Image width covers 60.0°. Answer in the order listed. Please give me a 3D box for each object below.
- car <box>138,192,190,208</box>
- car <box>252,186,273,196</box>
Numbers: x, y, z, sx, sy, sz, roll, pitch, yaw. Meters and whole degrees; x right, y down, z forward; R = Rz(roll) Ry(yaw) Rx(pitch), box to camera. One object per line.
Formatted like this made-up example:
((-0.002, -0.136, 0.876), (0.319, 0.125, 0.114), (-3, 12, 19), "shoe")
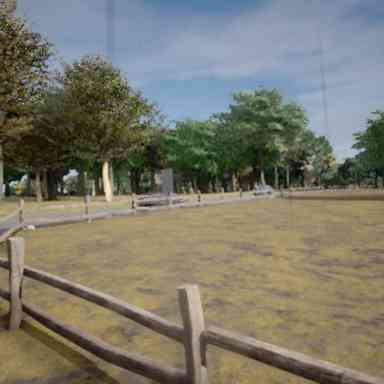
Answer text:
((-2.378, 0.676, 29.156), (2.033, 1.411, 5.357), (-3, 0, 35), "car")
((11.683, -0.265, 55.130), (2.097, 1.767, 4.553), (-3, 0, 35), "car")
